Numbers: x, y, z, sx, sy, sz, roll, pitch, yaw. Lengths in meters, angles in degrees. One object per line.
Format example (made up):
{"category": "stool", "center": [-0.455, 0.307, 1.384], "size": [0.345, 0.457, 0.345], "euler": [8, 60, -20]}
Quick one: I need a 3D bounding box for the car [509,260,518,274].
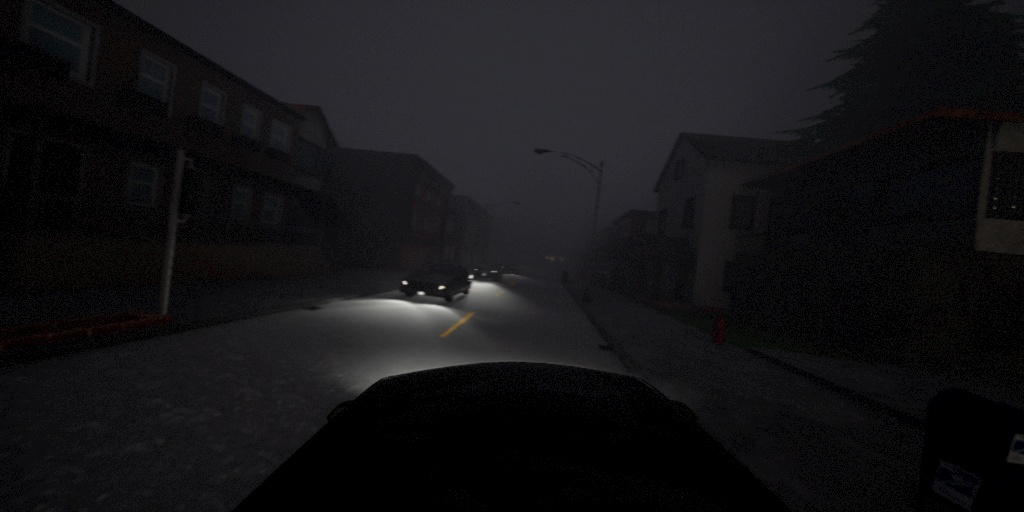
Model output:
{"category": "car", "center": [-0.330, 1.278, 43.875], "size": [1.812, 1.442, 4.674], "euler": [7, 0, 5]}

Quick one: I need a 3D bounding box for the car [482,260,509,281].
{"category": "car", "center": [-1.788, 1.095, 28.643], "size": [2.128, 1.511, 4.902], "euler": [7, 0, 5]}

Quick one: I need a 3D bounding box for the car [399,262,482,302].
{"category": "car", "center": [-2.973, 0.982, 15.454], "size": [2.033, 1.411, 5.357], "euler": [7, 0, 5]}
